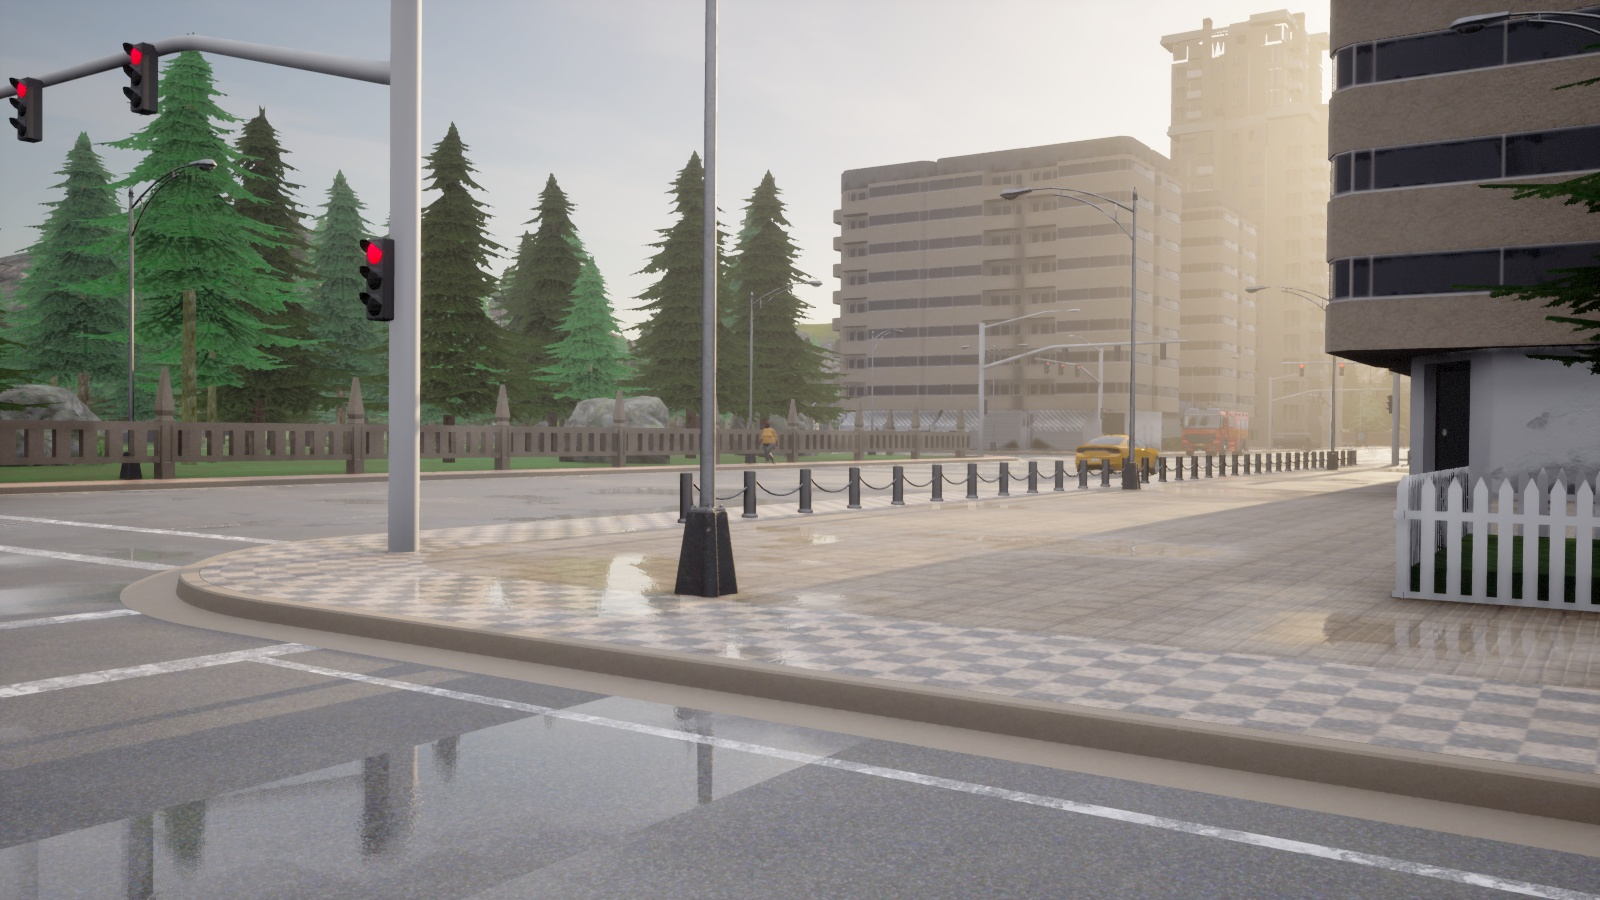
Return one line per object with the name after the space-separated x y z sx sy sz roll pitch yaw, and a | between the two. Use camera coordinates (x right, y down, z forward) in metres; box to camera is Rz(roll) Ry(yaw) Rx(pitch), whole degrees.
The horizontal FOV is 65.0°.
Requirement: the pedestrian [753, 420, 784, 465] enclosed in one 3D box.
-1.299 -0.308 51.960 0.874 1.855 0.900 0 1 33 | pedestrian

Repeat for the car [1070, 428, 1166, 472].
11.892 -0.036 46.719 1.882 1.535 5.008 0 1 34 | car
